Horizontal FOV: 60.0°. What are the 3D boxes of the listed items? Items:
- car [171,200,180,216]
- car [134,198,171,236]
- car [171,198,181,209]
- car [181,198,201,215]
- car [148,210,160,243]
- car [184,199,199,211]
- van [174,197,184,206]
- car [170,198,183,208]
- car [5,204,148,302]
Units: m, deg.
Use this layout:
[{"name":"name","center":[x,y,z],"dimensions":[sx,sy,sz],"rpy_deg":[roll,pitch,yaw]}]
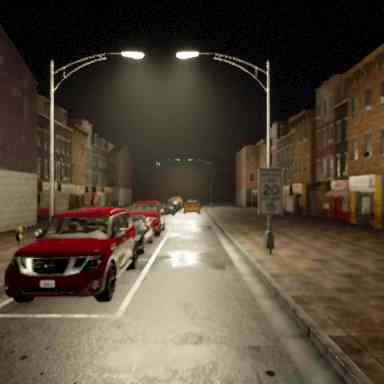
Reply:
[{"name":"car","center":[-2.644,1.842,35.729],"dimensions":[2.008,1.369,4.403],"rpy_deg":[0,0,0]},{"name":"car","center":[-2.646,1.469,19.451],"dimensions":[2.192,1.841,5.009],"rpy_deg":[0,0,0]},{"name":"car","center":[-2.644,1.863,40.987],"dimensions":[1.752,1.417,4.829],"rpy_deg":[0,0,0]},{"name":"car","center":[0.000,1.798,38.968],"dimensions":[1.882,1.535,5.008],"rpy_deg":[0,-1,0]},{"name":"car","center":[-2.644,1.676,14.022],"dimensions":[1.947,1.339,4.313],"rpy_deg":[0,0,0]},{"name":"car","center":[0.001,1.905,49.557],"dimensions":[2.128,1.511,4.902],"rpy_deg":[0,0,0]},{"name":"van","center":[-2.646,1.925,68.292],"dimensions":[1.690,1.788,3.998],"rpy_deg":[-1,-1,0]},{"name":"car","center":[-2.645,1.924,57.437],"dimensions":[1.967,1.590,4.097],"rpy_deg":[0,-1,0]},{"name":"car","center":[-2.645,1.383,8.598],"dimensions":[2.192,1.841,5.009],"rpy_deg":[0,0,0]}]
